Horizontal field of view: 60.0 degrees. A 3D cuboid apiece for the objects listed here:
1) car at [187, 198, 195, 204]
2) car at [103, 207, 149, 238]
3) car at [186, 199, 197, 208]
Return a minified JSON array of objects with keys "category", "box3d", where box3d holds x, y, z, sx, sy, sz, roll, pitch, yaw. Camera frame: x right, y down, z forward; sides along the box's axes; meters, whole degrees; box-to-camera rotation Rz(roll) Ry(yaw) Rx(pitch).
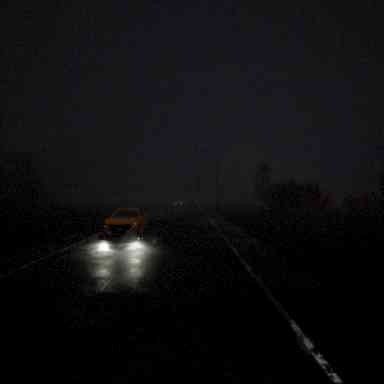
[{"category":"car","box3d":[-0.325,2.317,85.247,1.895,1.301,4.718,0,-1,0]},{"category":"car","box3d":[-3.663,1.639,19.117,1.882,1.535,5.008,0,0,0]},{"category":"car","box3d":[-0.121,2.024,58.744,2.033,1.411,5.357,0,-1,0]}]
